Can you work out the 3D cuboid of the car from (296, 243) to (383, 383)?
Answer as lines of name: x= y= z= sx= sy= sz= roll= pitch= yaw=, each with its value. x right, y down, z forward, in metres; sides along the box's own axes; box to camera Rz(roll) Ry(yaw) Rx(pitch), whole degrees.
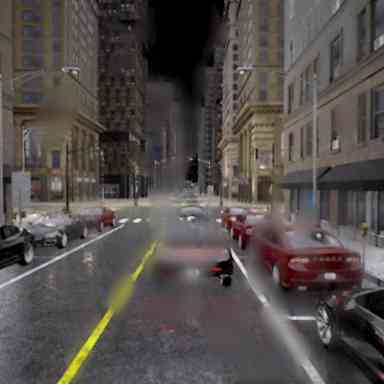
car: x=2.747 y=1.561 z=3.325 sx=1.947 sy=1.339 sz=4.313 roll=-1 pitch=0 yaw=0

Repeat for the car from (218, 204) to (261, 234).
car: x=2.715 y=1.520 z=19.841 sx=1.887 sy=1.381 sz=4.507 roll=-1 pitch=0 yaw=0

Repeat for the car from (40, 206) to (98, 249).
car: x=-5.800 y=1.532 z=14.319 sx=2.008 sy=1.369 sz=4.403 roll=-1 pitch=0 yaw=0

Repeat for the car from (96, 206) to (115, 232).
car: x=-5.810 y=1.519 z=19.825 sx=1.887 sy=1.381 sz=4.507 roll=-1 pitch=0 yaw=0

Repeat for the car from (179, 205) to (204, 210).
car: x=-0.034 y=1.481 z=18.459 sx=1.837 sy=1.490 sz=4.892 roll=0 pitch=0 yaw=0

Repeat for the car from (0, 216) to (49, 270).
car: x=-5.789 y=1.554 z=8.814 sx=1.947 sy=1.339 sz=4.313 roll=-1 pitch=0 yaw=0

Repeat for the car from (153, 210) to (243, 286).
car: x=0.035 y=1.479 z=9.354 sx=2.128 sy=1.511 sz=4.902 roll=0 pitch=0 yaw=0

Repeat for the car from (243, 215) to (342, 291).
car: x=2.736 y=1.533 z=8.830 sx=1.887 sy=1.381 sz=4.507 roll=-1 pitch=0 yaw=0

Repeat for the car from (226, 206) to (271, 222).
car: x=2.725 y=1.526 z=14.335 sx=1.887 sy=1.381 sz=4.507 roll=-1 pitch=0 yaw=0
